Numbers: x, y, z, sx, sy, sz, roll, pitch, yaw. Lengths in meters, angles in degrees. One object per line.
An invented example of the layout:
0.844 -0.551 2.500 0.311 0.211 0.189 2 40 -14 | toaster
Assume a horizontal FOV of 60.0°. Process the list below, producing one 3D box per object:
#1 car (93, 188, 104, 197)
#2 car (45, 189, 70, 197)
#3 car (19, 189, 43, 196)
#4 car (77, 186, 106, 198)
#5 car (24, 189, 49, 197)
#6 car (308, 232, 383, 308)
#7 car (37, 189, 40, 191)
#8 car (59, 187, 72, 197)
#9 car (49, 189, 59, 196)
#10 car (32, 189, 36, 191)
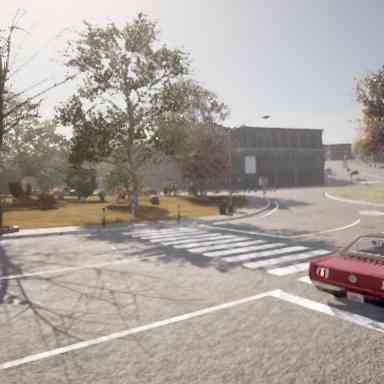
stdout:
-16.811 0.145 61.714 1.946 1.575 5.366 -1 2 17 | car
-28.586 0.180 70.934 2.231 1.521 4.892 -1 2 18 | car
-37.881 0.058 78.334 2.097 1.535 5.008 0 3 19 | car
-19.150 -0.083 63.708 2.435 2.045 5.566 -2 2 17 | car
-35.629 0.097 76.292 1.946 1.575 5.366 0 3 19 | car
4.680 1.526 7.068 4.718 1.301 1.895 -1 0 -35 | car
-30.914 0.153 72.777 2.097 1.535 5.008 0 3 18 | car
-23.880 0.226 67.266 2.163 1.488 4.792 -1 2 17 | car
-26.242 -0.058 69.073 2.435 2.045 5.566 -1 2 18 | car
-33.264 -0.001 74.586 2.185 1.767 4.553 -1 3 18 | car
